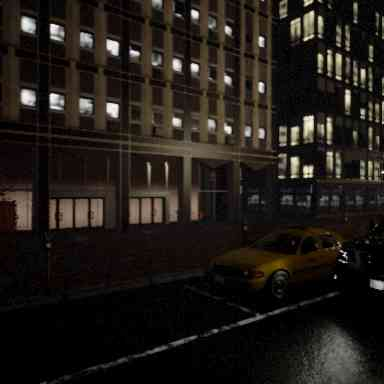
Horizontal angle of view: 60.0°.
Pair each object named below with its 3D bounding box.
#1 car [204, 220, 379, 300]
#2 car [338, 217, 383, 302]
[{"bbox_3d":[2.533,1.526,8.364,4.829,1.417,1.752,0,0,-36],"label":"car"},{"bbox_3d":[5.418,1.222,7.244,5.566,2.045,2.150,0,0,-35],"label":"car"}]
